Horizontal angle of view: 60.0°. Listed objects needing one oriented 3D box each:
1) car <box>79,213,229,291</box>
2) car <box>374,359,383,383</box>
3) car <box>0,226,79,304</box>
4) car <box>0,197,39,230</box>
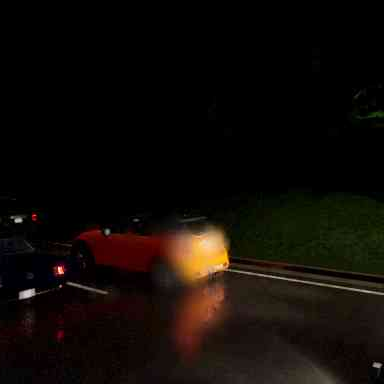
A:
[{"bbox_3d":[-1.337,1.352,9.251,4.553,1.767,2.097,0,0,36],"label":"car"},{"bbox_3d":[3.708,1.547,1.341,5.357,1.411,2.033,0,0,35],"label":"car"},{"bbox_3d":[-4.863,1.601,7.465,4.718,1.301,1.895,0,0,35],"label":"car"},{"bbox_3d":[-9.083,1.222,14.777,5.566,2.045,2.150,0,0,36],"label":"car"}]
